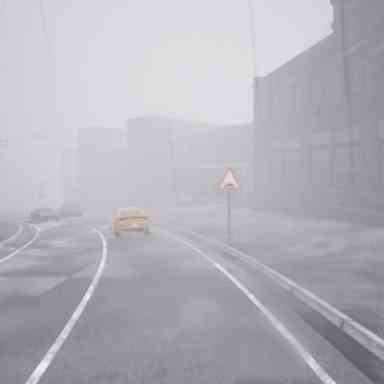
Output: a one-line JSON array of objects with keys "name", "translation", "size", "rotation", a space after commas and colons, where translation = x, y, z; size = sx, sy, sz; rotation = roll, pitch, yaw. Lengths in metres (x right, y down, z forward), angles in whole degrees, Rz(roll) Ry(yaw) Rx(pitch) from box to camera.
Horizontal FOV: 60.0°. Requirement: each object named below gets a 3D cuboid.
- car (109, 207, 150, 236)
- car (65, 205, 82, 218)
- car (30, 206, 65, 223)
[{"name": "car", "translation": [-3.869, 1.648, 20.015], "size": [1.882, 1.535, 5.008], "rotation": [-1, 0, -19]}, {"name": "car", "translation": [-14.063, 2.189, 37.852], "size": [1.994, 1.385, 4.181], "rotation": [-3, 0, -38]}, {"name": "car", "translation": [-14.426, 2.211, 32.459], "size": [2.033, 1.411, 5.357], "rotation": [-3, 0, -35]}]
